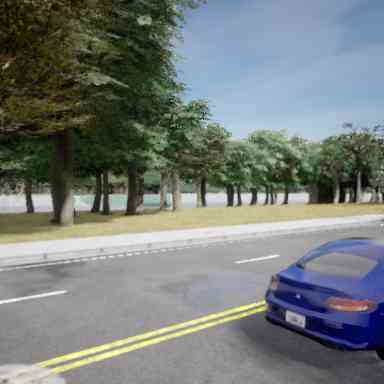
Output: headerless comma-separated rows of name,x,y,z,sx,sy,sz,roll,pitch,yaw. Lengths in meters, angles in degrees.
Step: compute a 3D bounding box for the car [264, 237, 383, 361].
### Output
car,3.249,1.524,5.766,4.674,1.442,1.812,0,0,-36
